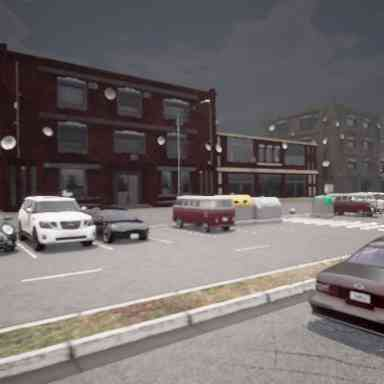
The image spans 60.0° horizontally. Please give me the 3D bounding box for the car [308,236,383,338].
[{"bbox_3d":[4.411,1.508,6.311,5.357,1.411,2.033,-1,0,-37],"label":"car"}]

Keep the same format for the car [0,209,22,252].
[{"bbox_3d":[-8.368,1.355,13.062,2.185,1.767,4.553,0,0,-36],"label":"car"}]

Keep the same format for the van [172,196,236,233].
[{"bbox_3d":[0.510,1.227,19.616,1.878,1.987,4.442,0,0,-36],"label":"van"}]

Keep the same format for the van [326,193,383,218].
[{"bbox_3d":[14.033,1.137,29.151,1.878,1.987,4.442,0,0,-36],"label":"van"}]

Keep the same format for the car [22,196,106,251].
[{"bbox_3d":[-6.101,1.225,14.635,2.435,2.045,5.566,0,0,-36],"label":"car"}]

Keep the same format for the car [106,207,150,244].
[{"bbox_3d":[-3.869,1.500,16.255,2.163,1.488,4.792,0,0,-36],"label":"car"}]
